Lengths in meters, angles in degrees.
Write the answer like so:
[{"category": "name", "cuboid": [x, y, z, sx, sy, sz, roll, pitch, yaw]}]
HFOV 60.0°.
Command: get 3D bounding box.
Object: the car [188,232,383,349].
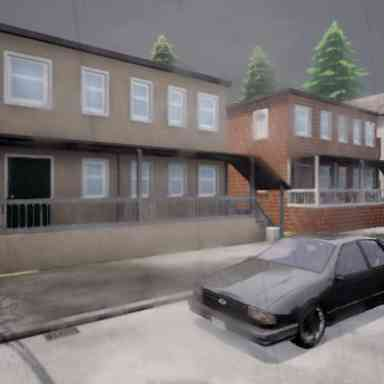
[{"category": "car", "cuboid": [2.551, 1.527, 6.429, 5.357, 1.411, 2.033, 0, 0, -36]}]
